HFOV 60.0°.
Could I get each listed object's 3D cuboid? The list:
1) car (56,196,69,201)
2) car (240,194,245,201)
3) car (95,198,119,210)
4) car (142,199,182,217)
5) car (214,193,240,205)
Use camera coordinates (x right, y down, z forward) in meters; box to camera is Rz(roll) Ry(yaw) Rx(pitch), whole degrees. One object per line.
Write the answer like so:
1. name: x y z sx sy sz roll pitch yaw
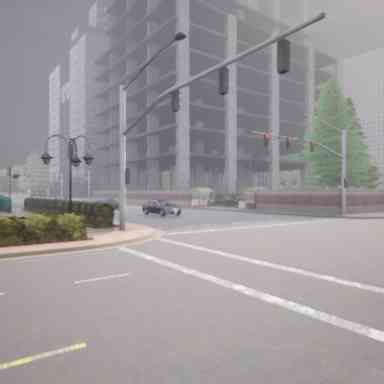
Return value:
1. car: -22.356 1.457 57.448 1.837 1.490 4.892 0 0 -36
2. car: 7.630 1.115 55.376 1.905 1.878 3.866 0 0 -36
3. car: -10.249 1.491 40.648 2.033 1.411 5.357 0 0 -36
4. car: -2.830 1.436 30.451 2.128 1.511 4.902 0 0 -36
5. car: 5.242 1.115 53.659 1.905 1.878 3.866 0 0 -36
